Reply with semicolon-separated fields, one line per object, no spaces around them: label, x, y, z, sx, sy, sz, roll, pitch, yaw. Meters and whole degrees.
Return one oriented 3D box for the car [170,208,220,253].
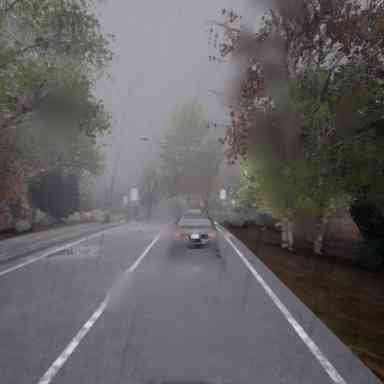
car;0.101;1.578;13.724;2.033;1.411;5.357;0;-1;0

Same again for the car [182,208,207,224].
car;0.332;2.218;31.463;2.033;1.411;5.357;0;-3;4

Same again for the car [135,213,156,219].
car;-10.835;5.735;77.958;4.892;1.490;1.837;2;-5;-29

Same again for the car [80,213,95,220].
car;-19.522;4.661;62.431;1.812;1.442;4.674;0;-5;-3
